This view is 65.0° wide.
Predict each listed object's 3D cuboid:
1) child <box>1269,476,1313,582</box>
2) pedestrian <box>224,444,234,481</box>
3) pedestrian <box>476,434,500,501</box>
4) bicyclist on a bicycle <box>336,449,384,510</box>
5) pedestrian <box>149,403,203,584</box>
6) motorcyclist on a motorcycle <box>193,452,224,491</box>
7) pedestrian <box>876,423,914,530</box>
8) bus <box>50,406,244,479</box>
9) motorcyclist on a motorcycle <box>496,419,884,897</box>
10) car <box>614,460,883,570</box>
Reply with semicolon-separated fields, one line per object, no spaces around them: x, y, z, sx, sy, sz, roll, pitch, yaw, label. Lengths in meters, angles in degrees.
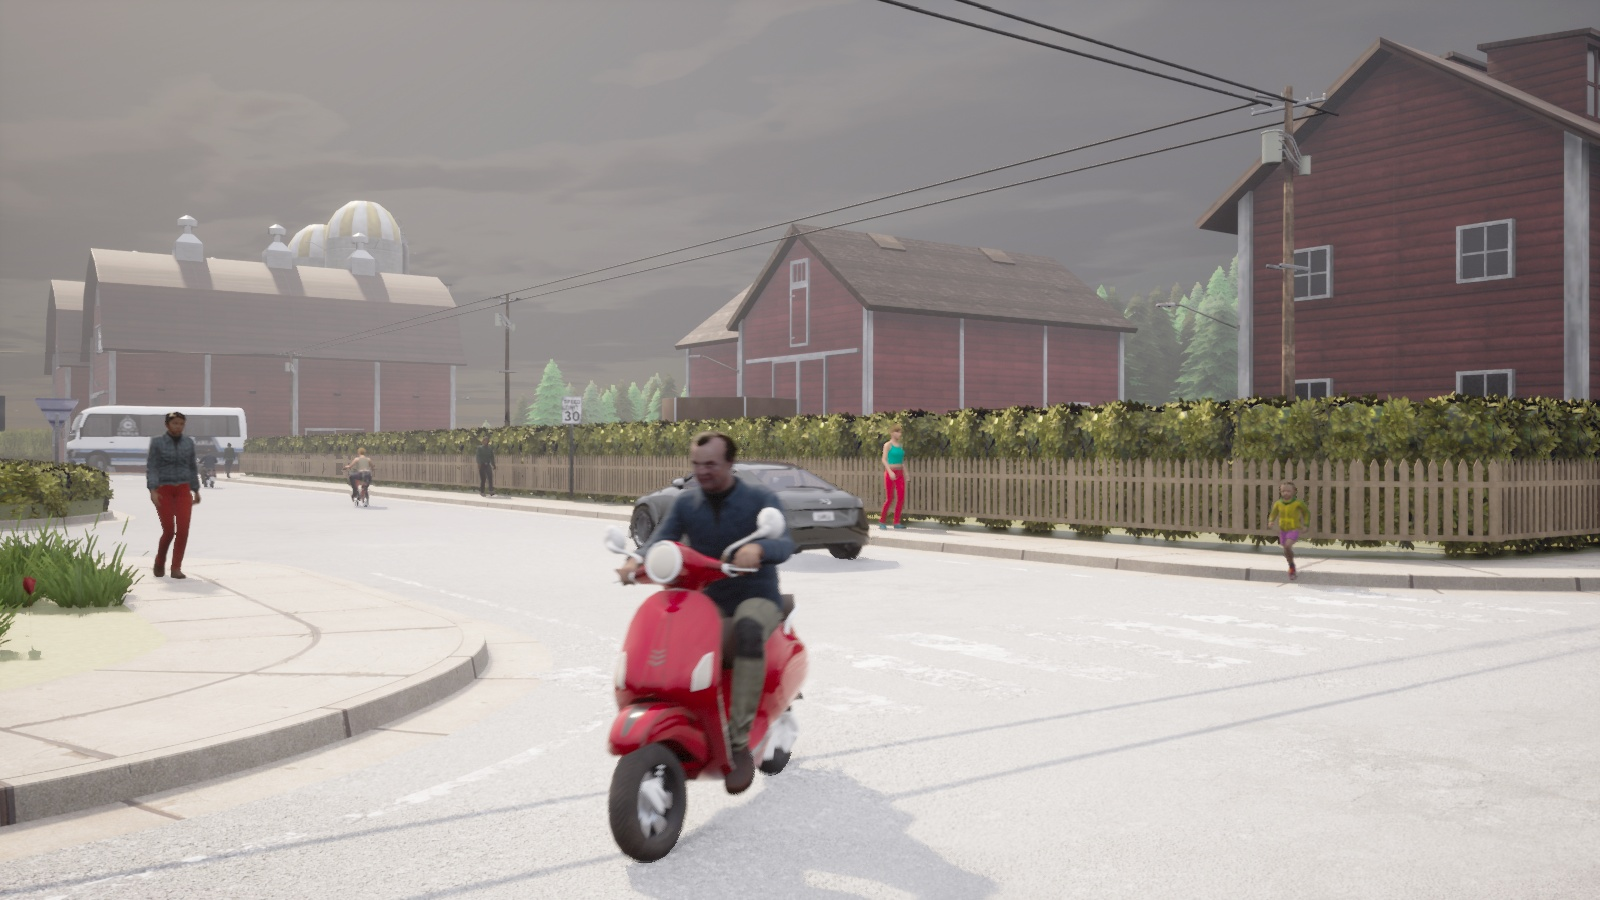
5.524;0.877;14.123;0.473;1.160;0.299;0;0;-45;child
-28.828;0.616;63.388;0.353;1.847;0.614;0;0;-36;pedestrian
-9.260;0.511;37.213;0.423;1.949;0.788;0;0;-36;pedestrian
-11.990;0.790;34.195;0.866;1.612;1.509;0;0;-35;bicyclist on a bicycle
-6.561;0.446;13.206;0.353;1.847;0.614;0;0;-42;pedestrian
-24.478;0.877;51.955;0.866;1.590;1.817;0;0;-35;motorcyclist on a motorcycle
1.653;0.450;21.814;0.345;1.836;0.594;0;0;-36;pedestrian
-40.895;-0.435;78.807;10.273;4.253;3.944;0;-2;-36;bus
-0.345;0.712;5.185;0.866;1.590;1.817;-3;-1;19;motorcyclist on a motorcycle
-0.882;0.856;18.430;1.994;1.385;4.181;0;0;-35;car
